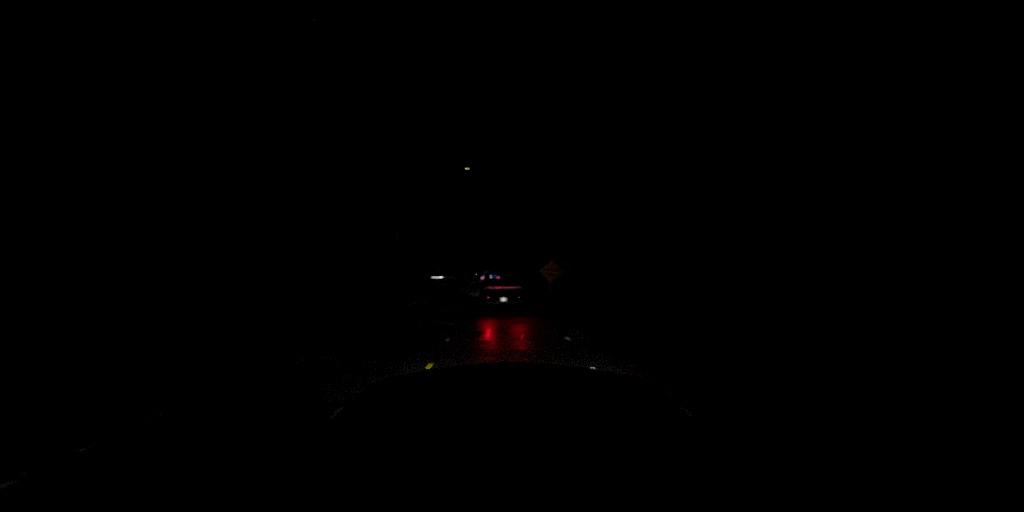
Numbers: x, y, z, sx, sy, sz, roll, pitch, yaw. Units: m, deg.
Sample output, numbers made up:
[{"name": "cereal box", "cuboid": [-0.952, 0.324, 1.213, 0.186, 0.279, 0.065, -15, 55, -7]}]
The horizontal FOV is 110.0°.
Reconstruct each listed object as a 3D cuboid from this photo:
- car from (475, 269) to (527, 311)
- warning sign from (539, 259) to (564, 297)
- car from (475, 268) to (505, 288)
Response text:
[{"name": "car", "cuboid": [-0.467, 1.414, 15.530, 2.128, 1.511, 4.902, 0, -1, -4]}, {"name": "warning sign", "cuboid": [1.957, 1.077, 18.654, 1.300, 1.860, 1.060, 0, 0, -5]}, {"name": "car", "cuboid": [-1.952, 1.743, 29.580, 2.033, 1.411, 5.357, 0, -1, -8]}]
